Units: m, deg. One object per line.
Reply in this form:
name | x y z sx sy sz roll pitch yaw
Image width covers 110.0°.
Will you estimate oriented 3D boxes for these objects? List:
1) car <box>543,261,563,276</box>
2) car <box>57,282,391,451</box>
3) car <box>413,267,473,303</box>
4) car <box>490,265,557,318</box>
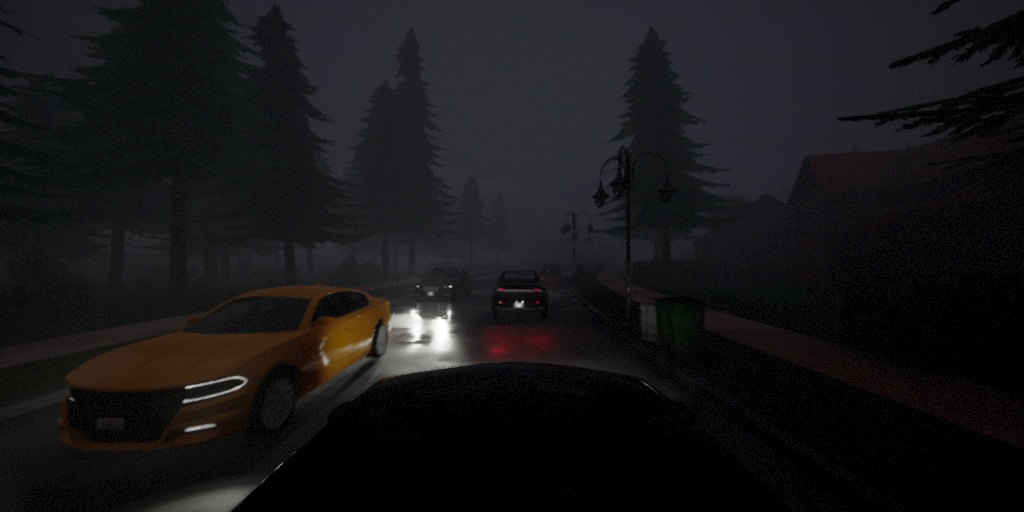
car | 4.268 1.313 38.024 2.128 1.511 4.902 0 0 15
car | -3.531 1.234 5.680 1.882 1.535 5.008 0 0 1
car | -3.110 1.271 16.968 2.128 1.511 4.902 0 0 5
car | 0.307 1.264 13.152 2.128 1.511 4.902 0 0 2
